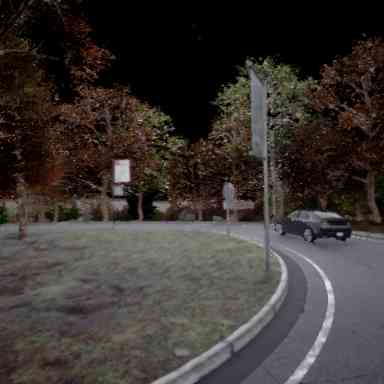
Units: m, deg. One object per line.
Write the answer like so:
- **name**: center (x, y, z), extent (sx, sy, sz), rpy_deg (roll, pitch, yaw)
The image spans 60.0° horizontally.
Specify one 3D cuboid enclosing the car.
- **car**: center (5.956, 1.624, 16.898), extent (1.837, 1.490, 4.892), rpy_deg (1, -1, -12)
